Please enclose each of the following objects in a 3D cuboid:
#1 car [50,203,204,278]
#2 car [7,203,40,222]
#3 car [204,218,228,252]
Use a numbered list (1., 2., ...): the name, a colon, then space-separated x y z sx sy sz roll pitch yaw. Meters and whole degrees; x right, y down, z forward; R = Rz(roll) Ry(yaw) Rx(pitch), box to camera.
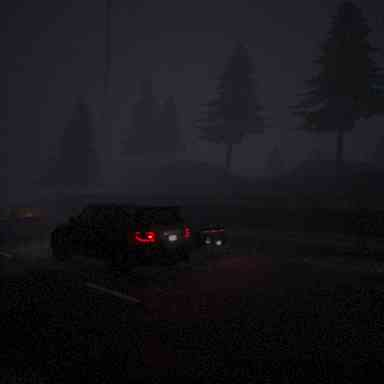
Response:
1. car: -2.521 1.358 10.941 5.566 2.045 2.150 0 -1 42
2. car: -14.919 1.738 29.407 1.882 1.535 5.008 1 -1 -39
3. car: -0.786 1.695 14.123 4.902 1.511 2.128 0 -1 42
